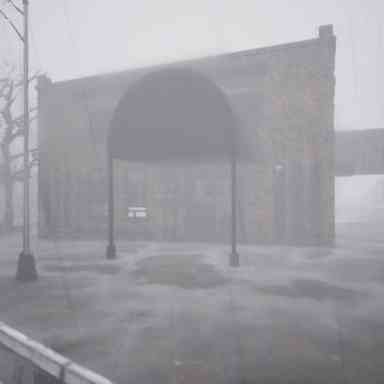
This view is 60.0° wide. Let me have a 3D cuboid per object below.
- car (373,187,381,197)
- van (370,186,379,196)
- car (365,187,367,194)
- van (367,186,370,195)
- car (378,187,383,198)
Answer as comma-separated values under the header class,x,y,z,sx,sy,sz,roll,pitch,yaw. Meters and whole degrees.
class,x,y,z,sx,sy,sz,roll,pitch,yaw
car,35.434,0.283,61.381,2.163,1.488,4.792,-1,1,21
van,37.401,-0.112,66.467,1.878,1.987,4.442,0,1,22
car,41.772,-0.082,76.792,2.002,1.452,4.674,-1,1,24
van,39.493,-0.239,71.594,1.878,1.987,4.442,-1,1,24
car,33.566,0.390,56.217,2.097,1.535,5.008,0,1,20
